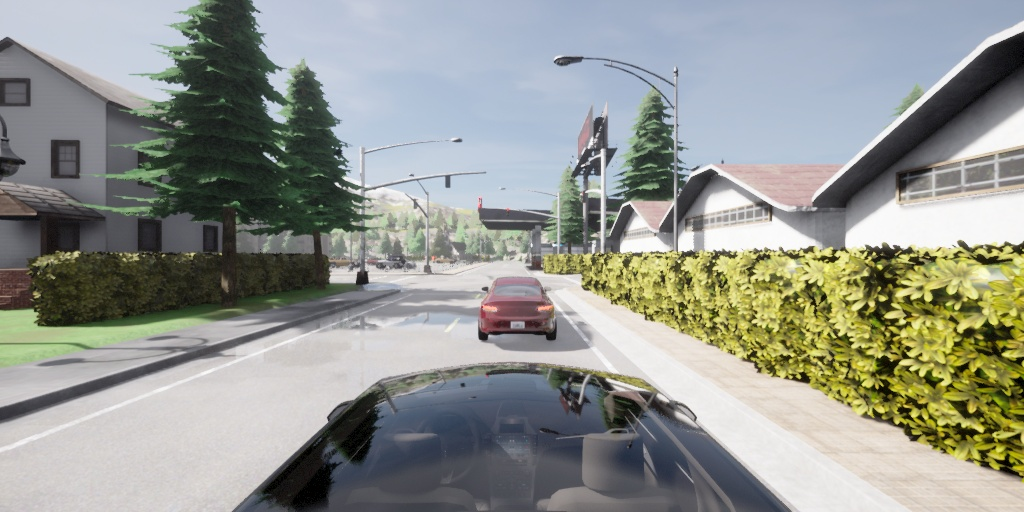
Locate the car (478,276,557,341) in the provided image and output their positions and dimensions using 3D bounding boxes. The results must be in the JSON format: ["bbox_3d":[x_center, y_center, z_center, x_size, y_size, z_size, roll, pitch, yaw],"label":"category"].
[{"bbox_3d":[0.127,1.276,9.791,1.812,1.442,4.674,0,0,0],"label":"car"}]
